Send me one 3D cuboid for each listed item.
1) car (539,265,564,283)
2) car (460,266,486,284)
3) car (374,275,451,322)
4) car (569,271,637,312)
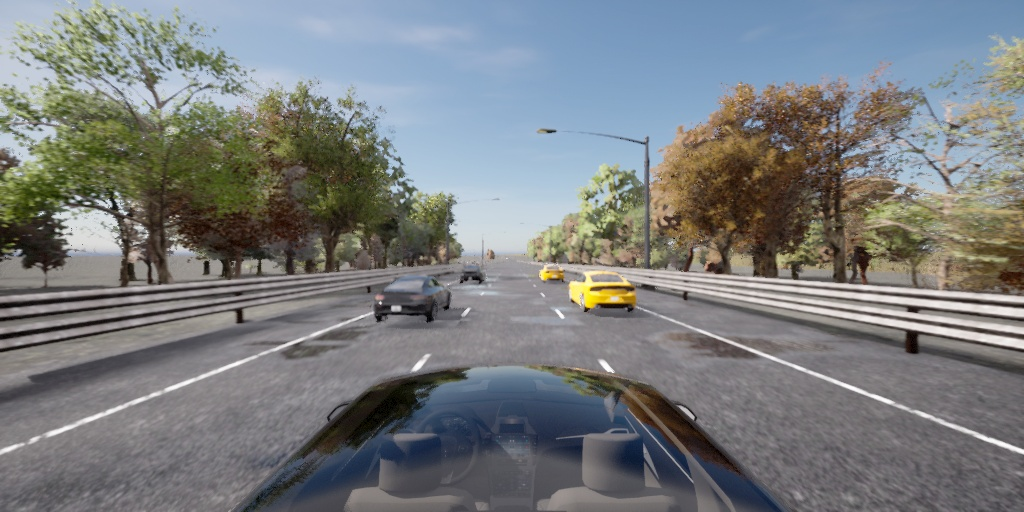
[{"bbox_3d":[3.609,1.589,32.894,1.882,1.535,5.008,0,-1,0],"label":"car"},{"bbox_3d":[-3.391,1.599,31.434,1.837,1.490,4.892,0,-1,0],"label":"car"},{"bbox_3d":[-3.397,1.402,12.822,1.812,1.442,4.674,0,-1,0],"label":"car"},{"bbox_3d":[3.605,1.380,15.051,1.882,1.535,5.008,0,-1,0],"label":"car"}]
